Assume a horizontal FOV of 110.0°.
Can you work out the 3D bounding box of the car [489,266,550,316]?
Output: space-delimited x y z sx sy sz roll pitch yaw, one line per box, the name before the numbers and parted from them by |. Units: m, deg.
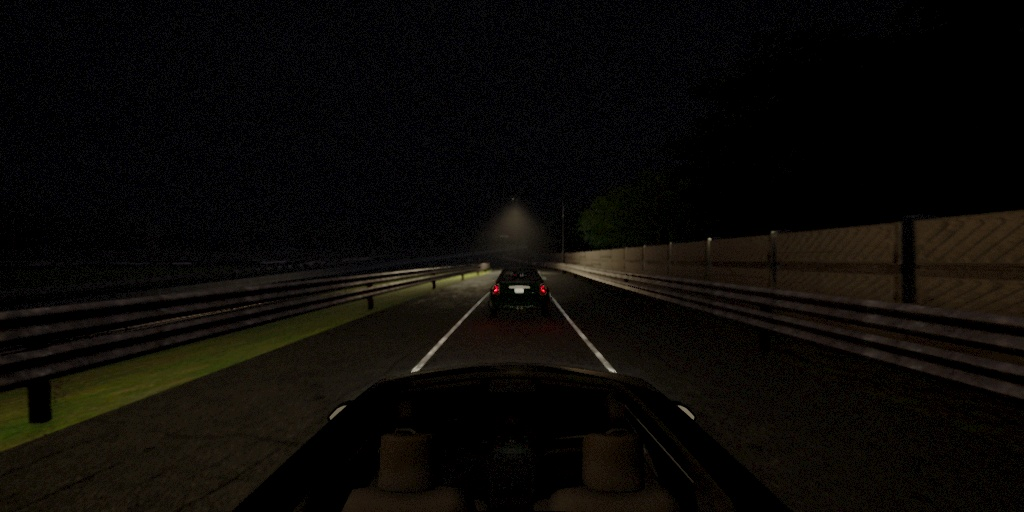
car | 0.310 1.216 14.173 2.097 1.767 4.553 0 -1 2
